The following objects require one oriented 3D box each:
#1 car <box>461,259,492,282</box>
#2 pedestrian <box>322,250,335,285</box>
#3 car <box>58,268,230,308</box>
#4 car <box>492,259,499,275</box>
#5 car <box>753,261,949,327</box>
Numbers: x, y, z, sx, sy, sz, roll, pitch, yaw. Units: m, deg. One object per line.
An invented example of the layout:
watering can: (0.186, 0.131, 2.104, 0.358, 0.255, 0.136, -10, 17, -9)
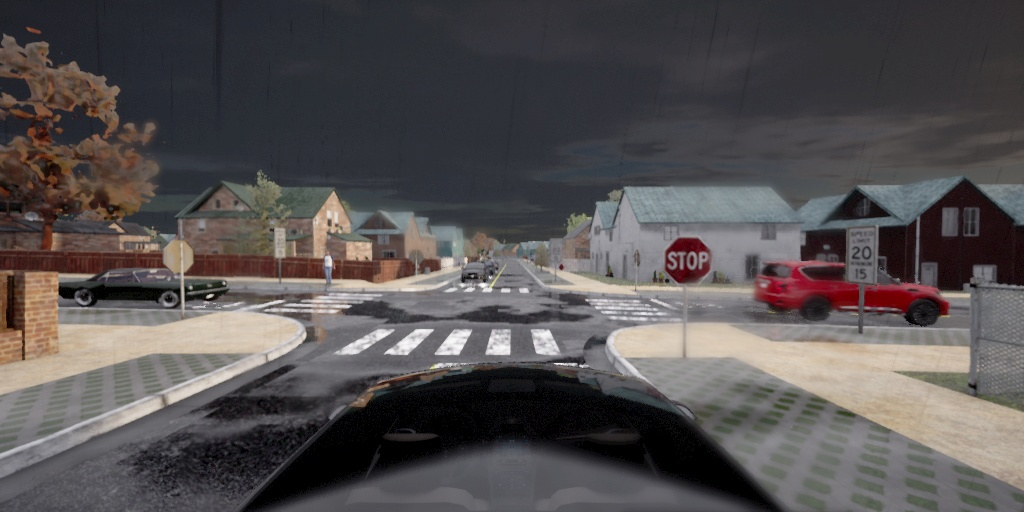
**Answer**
car: (-2.813, 1.204, 27.997, 1.837, 1.490, 4.892, 0, 0, 0)
pedestrian: (-9.654, 0.584, 18.879, 0.375, 1.860, 0.375, 0, 0, 1)
car: (-13.264, 1.115, 13.125, 4.718, 1.301, 1.895, 1, 1, 0)
car: (-2.776, 1.223, 38.081, 2.033, 1.411, 5.357, 0, 0, 0)
car: (12.023, 1.255, 13.063, 5.566, 2.045, 2.150, 1, 1, 6)
